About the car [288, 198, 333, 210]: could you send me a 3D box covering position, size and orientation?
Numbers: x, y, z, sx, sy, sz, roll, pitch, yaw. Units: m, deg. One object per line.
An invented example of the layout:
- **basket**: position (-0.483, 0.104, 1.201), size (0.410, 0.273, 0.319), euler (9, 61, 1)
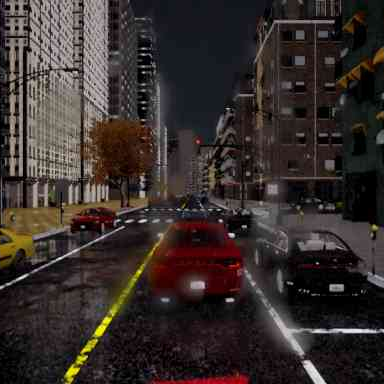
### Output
- **car**: position (13.500, 1.389, 38.841), size (4.403, 1.369, 2.008), euler (-1, 1, 0)

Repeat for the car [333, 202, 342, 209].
- **car**: position (18.897, 1.288, 38.886), size (4.829, 1.417, 1.752), euler (-1, 1, 0)

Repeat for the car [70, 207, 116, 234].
- **car**: position (-5.654, 1.564, 19.472), size (1.887, 1.381, 4.507), euler (0, 0, 0)

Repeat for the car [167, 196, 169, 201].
- **car**: position (-5.582, 1.651, 57.383), size (1.947, 1.339, 4.313), euler (0, 0, 0)

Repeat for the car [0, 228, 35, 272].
- **car**: position (-5.675, 1.532, 8.236), size (1.752, 1.417, 4.829), euler (0, 0, 0)

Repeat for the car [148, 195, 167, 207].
- **car**: position (-5.593, 1.389, 51.860), size (2.192, 1.841, 5.009), euler (0, 0, 0)

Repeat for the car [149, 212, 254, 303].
- **car**: position (0.107, 1.485, 8.296), size (1.882, 1.535, 5.008), euler (0, 0, 0)

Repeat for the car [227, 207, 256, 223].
- **car**: position (2.726, 1.570, 19.456), size (2.008, 1.369, 4.403), euler (0, 0, 0)

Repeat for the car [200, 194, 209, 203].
- **car**: position (2.830, 1.686, 73.935), size (1.947, 1.339, 4.313), euler (0, 0, 0)

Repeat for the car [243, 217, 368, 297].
- **car**: position (2.705, 1.558, 8.390), size (2.008, 1.369, 4.403), euler (0, 0, 0)

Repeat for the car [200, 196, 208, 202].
- **car**: position (2.841, 1.659, 79.628), size (1.752, 1.417, 4.829), euler (0, 0, 0)

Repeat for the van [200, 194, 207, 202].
- **van**: position (2.851, 1.489, 84.982), size (1.690, 1.788, 3.998), euler (0, 0, 0)

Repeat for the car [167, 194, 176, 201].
- **car**: position (-5.520, 1.478, 90.520), size (2.192, 1.841, 5.009), euler (0, 0, 0)

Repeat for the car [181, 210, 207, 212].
- **car**: position (0.122, 1.619, 18.388), size (1.895, 1.301, 4.718), euler (0, 0, 0)

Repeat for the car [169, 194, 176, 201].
- **car**: position (-5.530, 1.714, 84.998), size (1.947, 1.339, 4.313), euler (0, 0, 0)
